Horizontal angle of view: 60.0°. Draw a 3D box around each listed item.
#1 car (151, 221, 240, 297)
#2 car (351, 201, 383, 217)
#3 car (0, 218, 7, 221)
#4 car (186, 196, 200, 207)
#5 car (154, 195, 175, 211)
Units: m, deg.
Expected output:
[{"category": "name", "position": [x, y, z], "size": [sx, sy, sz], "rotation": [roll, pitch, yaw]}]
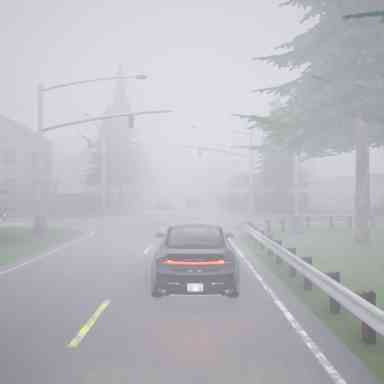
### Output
[{"category": "car", "position": [0.078, 1.504, 8.533], "size": [1.837, 1.490, 4.892], "rotation": [0, 0, 0]}, {"category": "car", "position": [15.390, 1.485, 26.742], "size": [4.892, 1.490, 1.837], "rotation": [-1, 0, 0]}, {"category": "car", "position": [-15.972, 1.530, 23.288], "size": [5.357, 1.411, 2.033], "rotation": [0, 0, 1]}, {"category": "car", "position": [0.179, 1.349, 49.972], "size": [2.097, 1.767, 4.553], "rotation": [0, 0, 0]}, {"category": "car", "position": [-3.525, 1.502, 41.726], "size": [1.837, 1.490, 4.892], "rotation": [0, 0, 0]}]
